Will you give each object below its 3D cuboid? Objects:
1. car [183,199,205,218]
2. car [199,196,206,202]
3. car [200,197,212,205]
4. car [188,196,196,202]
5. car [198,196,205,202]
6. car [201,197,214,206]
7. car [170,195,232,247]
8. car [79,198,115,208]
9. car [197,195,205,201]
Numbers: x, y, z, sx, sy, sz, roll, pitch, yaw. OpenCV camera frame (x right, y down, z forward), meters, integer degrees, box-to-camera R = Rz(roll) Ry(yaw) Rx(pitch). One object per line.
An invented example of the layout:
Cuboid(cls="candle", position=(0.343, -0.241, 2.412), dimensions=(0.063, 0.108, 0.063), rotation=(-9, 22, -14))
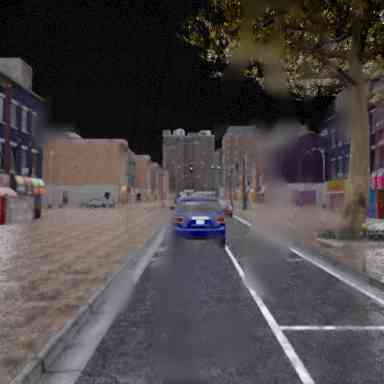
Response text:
Cuboid(cls="car", position=(0.096, 1.482, 30.991), dimensions=(1.882, 1.535, 5.008), rotation=(0, -1, -1))
Cuboid(cls="car", position=(2.651, 1.813, 84.907), dimensions=(1.752, 1.417, 4.829), rotation=(1, -1, 0))
Cuboid(cls="car", position=(2.652, 1.684, 62.988), dimensions=(1.947, 1.339, 4.313), rotation=(1, 0, 0))
Cuboid(cls="car", position=(-0.004, 1.689, 84.739), dimensions=(1.837, 1.490, 4.892), rotation=(0, -1, 0))
Cuboid(cls="car", position=(2.650, 1.864, 90.345), dimensions=(1.752, 1.417, 4.829), rotation=(1, -1, 0))
Cuboid(cls="car", position=(2.653, 1.653, 57.551), dimensions=(1.947, 1.339, 4.313), rotation=(1, 0, 0))
Cuboid(cls="car", position=(0.190, 1.212, 15.010), dimensions=(2.150, 2.045, 5.566), rotation=(0, 0, -3))
Cuboid(cls="car", position=(-13.104, 1.599, 45.899), dimensions=(4.902, 1.511, 2.128), rotation=(0, -2, 0))
Cuboid(cls="car", position=(2.654, 1.705, 95.615), dimensions=(2.192, 1.841, 5.009), rotation=(1, -1, 0))
